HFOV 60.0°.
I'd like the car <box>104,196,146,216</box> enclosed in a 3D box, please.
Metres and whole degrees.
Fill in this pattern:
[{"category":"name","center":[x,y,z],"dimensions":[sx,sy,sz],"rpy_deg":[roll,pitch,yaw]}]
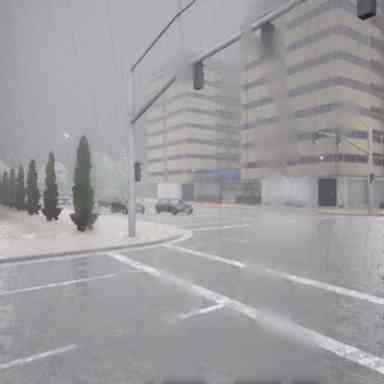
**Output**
[{"category":"car","center":[-6.012,1.339,30.819],"dimensions":[2.128,1.511,4.902],"rpy_deg":[-1,1,-35]}]

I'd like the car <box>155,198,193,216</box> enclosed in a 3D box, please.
[{"category":"car","center":[-1.751,1.333,30.828],"dimensions":[1.812,1.442,4.674],"rpy_deg":[-1,0,-35]}]

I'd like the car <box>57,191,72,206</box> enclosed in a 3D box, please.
[{"category":"car","center":[-20.083,1.066,51.086],"dimensions":[2.150,2.045,5.566],"rpy_deg":[-1,0,-34]}]

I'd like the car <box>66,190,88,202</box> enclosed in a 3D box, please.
[{"category":"car","center":[-19.670,0.641,56.678],"dimensions":[2.150,2.045,5.566],"rpy_deg":[-1,0,-35]}]

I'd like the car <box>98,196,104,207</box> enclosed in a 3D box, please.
[{"category":"car","center":[-10.898,1.309,43.955],"dimensions":[1.837,1.490,4.892],"rpy_deg":[-1,1,-35]}]
